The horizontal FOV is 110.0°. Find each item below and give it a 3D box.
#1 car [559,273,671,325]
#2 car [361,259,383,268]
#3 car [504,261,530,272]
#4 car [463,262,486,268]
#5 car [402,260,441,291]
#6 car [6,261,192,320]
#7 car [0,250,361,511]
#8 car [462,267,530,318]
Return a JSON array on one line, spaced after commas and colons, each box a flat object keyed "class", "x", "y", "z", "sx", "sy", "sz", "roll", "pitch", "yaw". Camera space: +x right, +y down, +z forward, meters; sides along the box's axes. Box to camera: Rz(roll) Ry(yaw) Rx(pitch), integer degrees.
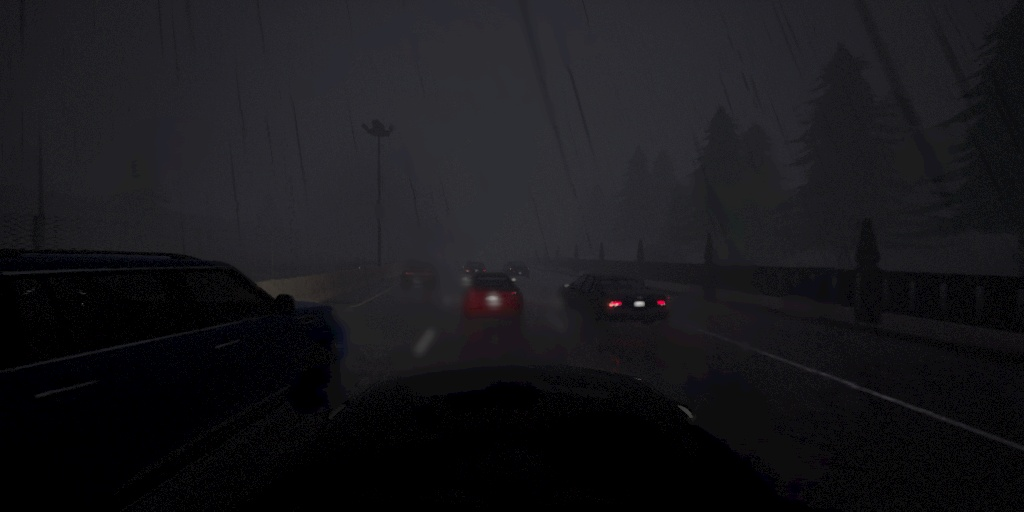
[{"class": "car", "x": 2.964, "y": 1.250, "z": 11.557, "sx": 2.033, "sy": 1.411, "sz": 5.357, "roll": 0, "pitch": 0, "yaw": -6}, {"class": "car", "x": -15.088, "y": 1.181, "z": 38.547, "sx": 1.812, "sy": 1.442, "sz": 4.674, "roll": 0, "pitch": 0, "yaw": -8}, {"class": "car", "x": 0.334, "y": 1.160, "z": 31.210, "sx": 1.812, "sy": 1.442, "sz": 4.674, "roll": 0, "pitch": 0, "yaw": -8}, {"class": "car", "x": -3.118, "y": 1.195, "z": 30.582, "sx": 2.033, "sy": 1.411, "sz": 5.357, "roll": 0, "pitch": 0, "yaw": -8}, {"class": "car", "x": -5.367, "y": 1.182, "z": 21.514, "sx": 2.128, "sy": 1.511, "sz": 4.902, "roll": 0, "pitch": 0, "yaw": -8}, {"class": "car", "x": -15.054, "y": 1.103, "z": 13.600, "sx": 2.097, "sy": 1.767, "sz": 4.553, "roll": 0, "pitch": 0, "yaw": -7}, {"class": "car", "x": -3.517, "y": 0.978, "z": 3.010, "sx": 2.150, "sy": 2.045, "sz": 5.566, "roll": 0, "pitch": 0, "yaw": -1}, {"class": "car", "x": -0.737, "y": 1.273, "z": 12.803, "sx": 1.994, "sy": 1.385, "sz": 4.181, "roll": 0, "pitch": 0, "yaw": -6}]
